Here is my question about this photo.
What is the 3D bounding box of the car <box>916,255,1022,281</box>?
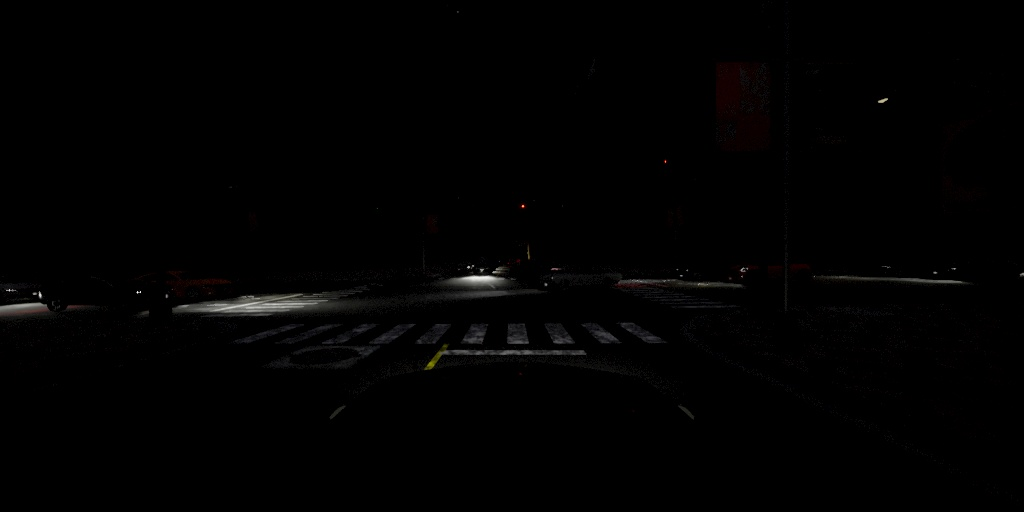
[{"bbox_3d":[28.891,0.738,22.501,4.674,1.442,1.812,-1,0,0],"label":"car"}]

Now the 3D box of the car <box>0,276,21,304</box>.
[{"bbox_3d":[-27.620,1.763,18.979,4.674,1.442,1.812,-1,0,0],"label":"car"}]

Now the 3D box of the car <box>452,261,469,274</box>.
[{"bbox_3d":[-5.785,1.306,41.169,2.007,1.370,4.403,0,0,0],"label":"car"}]

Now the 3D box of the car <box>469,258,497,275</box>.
[{"bbox_3d":[-3.110,1.246,39.137,2.128,1.511,4.902,0,0,0],"label":"car"}]

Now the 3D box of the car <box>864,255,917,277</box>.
[{"bbox_3d":[28.323,0.694,25.753,5.008,1.535,1.882,-1,0,0],"label":"car"}]

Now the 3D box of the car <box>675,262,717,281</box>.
[{"bbox_3d":[14.358,1.062,25.738,4.718,1.301,1.895,-1,0,0],"label":"car"}]

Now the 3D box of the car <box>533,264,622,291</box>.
[{"bbox_3d":[3.935,1.273,21.008,4.718,1.301,1.895,-1,-1,-21],"label":"car"}]

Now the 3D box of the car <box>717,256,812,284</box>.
[{"bbox_3d":[15.926,0.791,22.489,4.553,1.767,2.097,-1,0,0],"label":"car"}]

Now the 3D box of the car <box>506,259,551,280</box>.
[{"bbox_3d":[1.896,1.240,29.256,4.902,1.511,2.128,0,1,44],"label":"car"}]

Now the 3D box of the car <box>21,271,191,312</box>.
[{"bbox_3d":[-17.624,1.546,15.751,4.902,1.511,2.128,-1,0,2],"label":"car"}]

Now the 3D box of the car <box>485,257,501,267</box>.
[{"bbox_3d":[-3.191,1.288,58.933,1.812,1.442,4.674,0,0,0],"label":"car"}]

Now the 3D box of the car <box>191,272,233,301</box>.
[{"bbox_3d":[-17.646,1.528,18.995,5.008,1.535,1.882,-1,0,2],"label":"car"}]

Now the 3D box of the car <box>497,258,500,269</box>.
[{"bbox_3d":[-3.156,1.305,48.995,2.033,1.411,5.357,0,0,0],"label":"car"}]
